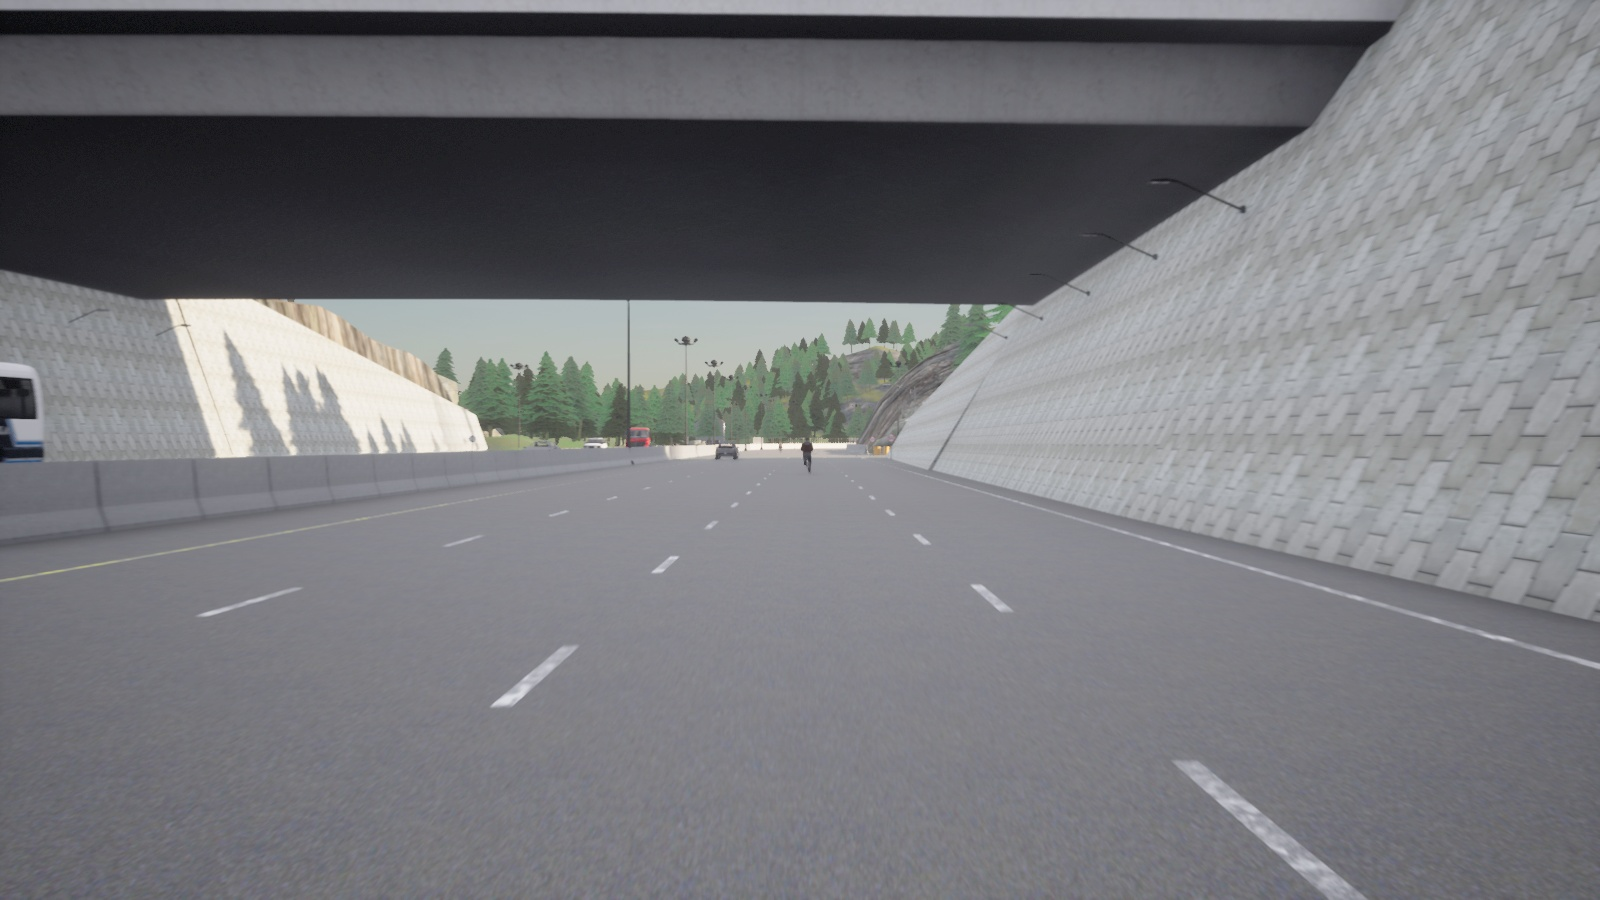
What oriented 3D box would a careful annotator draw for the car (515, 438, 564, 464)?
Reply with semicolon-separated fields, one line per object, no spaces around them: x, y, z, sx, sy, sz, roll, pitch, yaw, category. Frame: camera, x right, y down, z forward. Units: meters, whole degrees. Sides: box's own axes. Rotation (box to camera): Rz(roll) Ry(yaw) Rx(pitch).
-17.059;0.034;82.349;2.152;1.651;5.027;0;0;0;car

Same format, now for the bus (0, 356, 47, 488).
-27.769;-0.871;37.810;3.944;4.253;10.273;0;1;0;bus
